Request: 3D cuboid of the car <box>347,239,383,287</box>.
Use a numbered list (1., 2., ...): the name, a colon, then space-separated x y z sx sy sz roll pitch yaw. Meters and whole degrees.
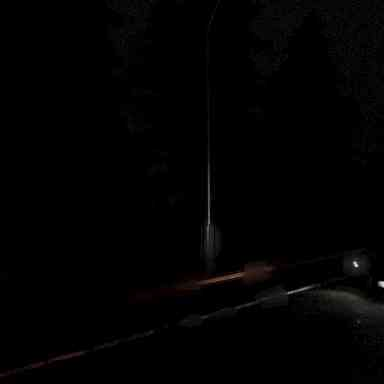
1. car: 6.185 1.547 8.534 5.357 1.411 2.033 0 0 -36
